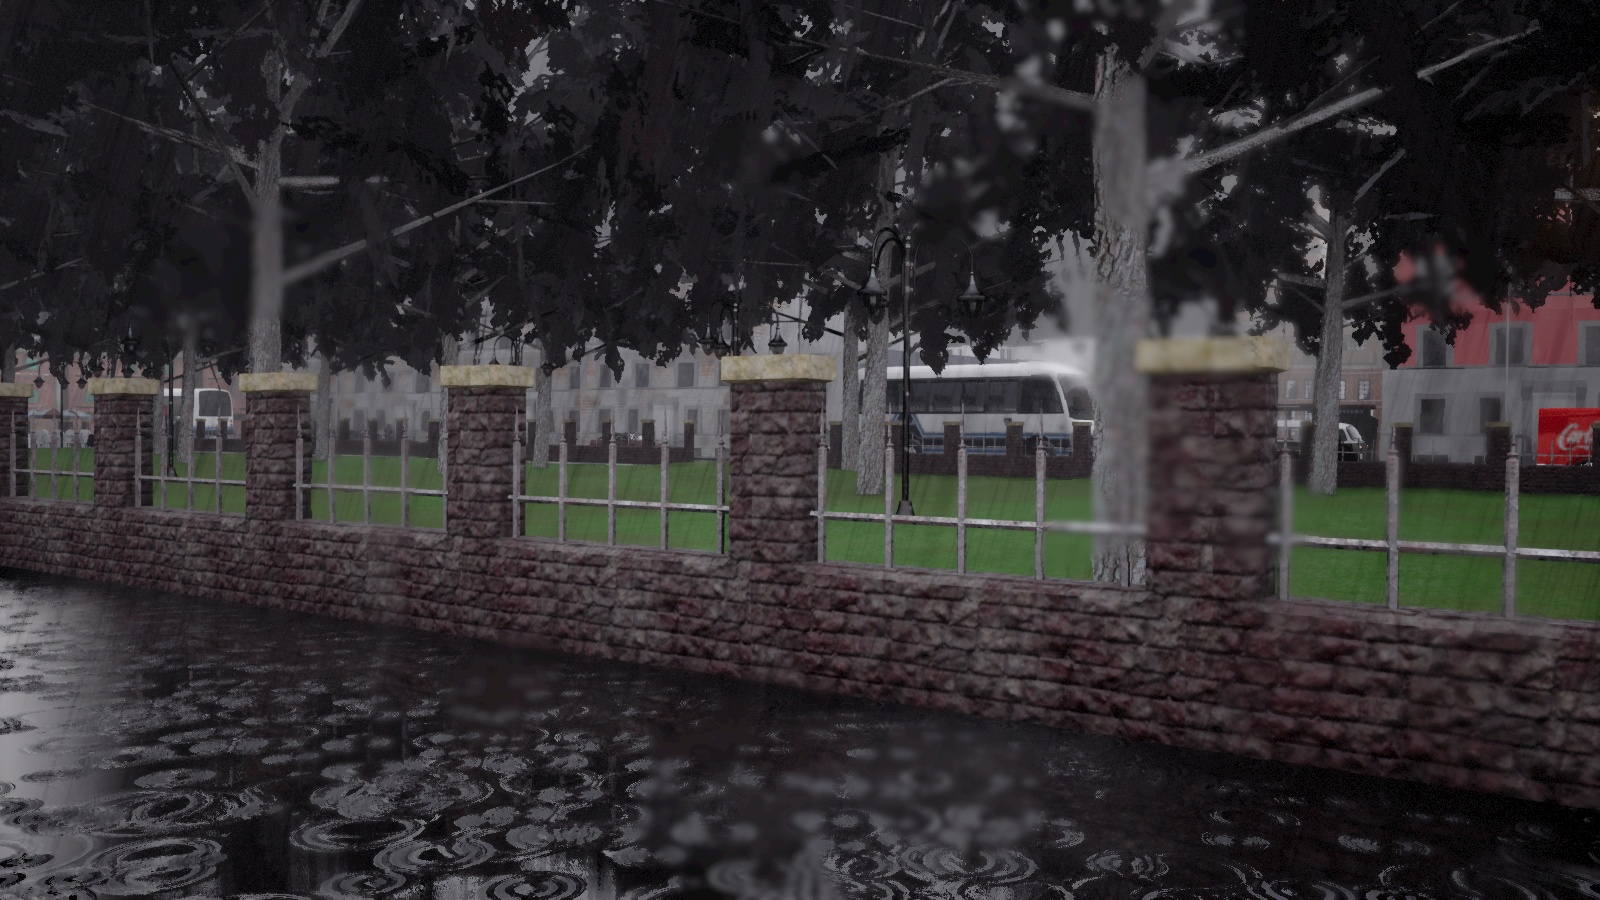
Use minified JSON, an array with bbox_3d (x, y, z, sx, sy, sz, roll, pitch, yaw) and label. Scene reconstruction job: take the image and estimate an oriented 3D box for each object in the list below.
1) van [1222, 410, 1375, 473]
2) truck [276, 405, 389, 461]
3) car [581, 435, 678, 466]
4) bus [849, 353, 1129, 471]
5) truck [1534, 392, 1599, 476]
[{"bbox_3d":[16.983,-0.284,42.855,4.480,2.038,2.069,0,1,35],"label":"van"},{"bbox_3d":[-30.346,-1.087,81.380,7.936,3.462,2.891,0,1,35],"label":"truck"},{"bbox_3d":[-8.264,0.002,60.824,4.674,1.442,1.812,0,1,36],"label":"car"},{"bbox_3d":[7.328,-1.390,49.699,10.273,4.253,3.944,0,1,35],"label":"bus"},{"bbox_3d":[24.907,-0.489,37.226,5.204,2.467,2.627,0,1,36],"label":"truck"}]
